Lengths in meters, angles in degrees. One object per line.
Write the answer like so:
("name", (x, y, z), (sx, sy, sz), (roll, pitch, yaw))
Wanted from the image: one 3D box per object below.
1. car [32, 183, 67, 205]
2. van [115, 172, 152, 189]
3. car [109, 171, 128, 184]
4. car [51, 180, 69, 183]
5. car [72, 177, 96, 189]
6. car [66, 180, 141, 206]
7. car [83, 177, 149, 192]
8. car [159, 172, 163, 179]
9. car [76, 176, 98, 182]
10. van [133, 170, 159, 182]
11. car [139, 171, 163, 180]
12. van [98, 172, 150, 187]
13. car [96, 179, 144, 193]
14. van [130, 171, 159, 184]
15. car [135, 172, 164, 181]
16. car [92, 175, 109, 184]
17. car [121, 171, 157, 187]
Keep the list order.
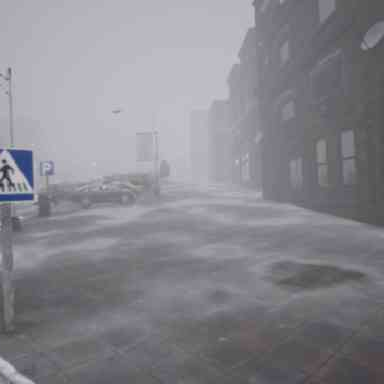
("car", (-11.727, 0.263, 27.886), (1.895, 1.301, 4.718), (-2, 5, -3))
("van", (-7.681, -1.507, 43.659), (4.442, 1.987, 1.878), (-3, 5, -22))
("car", (-13.233, -2.690, 60.203), (2.150, 2.045, 5.566), (-2, 5, -2))
("car", (-15.537, -0.671, 39.528), (1.882, 1.535, 5.008), (-2, 5, -3))
("car", (-16.099, -1.427, 49.947), (2.033, 1.411, 5.357), (-2, 5, -2))
("car", (-6.777, 0.162, 25.529), (4.892, 1.521, 2.231), (-3, 5, -22))
("car", (-7.206, -0.316, 31.521), (5.366, 1.575, 1.946), (-3, 5, -22))
("car", (-7.818, -2.024, 49.786), (5.566, 2.045, 2.435), (-3, 5, -22))
("car", (-12.292, -0.765, 39.626), (1.837, 1.490, 4.892), (-2, 5, -2))
("van", (-8.483, -2.957, 61.858), (4.442, 1.987, 1.878), (-3, 5, -22))
("car", (-8.751, -3.588, 71.032), (4.553, 1.767, 2.185), (-3, 5, -22))
("van", (-7.067, -0.795, 34.655), (4.442, 1.987, 1.878), (-3, 5, -22))
("car", (-6.899, -0.041, 28.563), (4.674, 1.452, 2.002), (-3, 5, -22))
("van", (-8.004, -2.486, 55.889), (4.442, 1.987, 1.878), (-3, 5, -22))
("car", (-8.334, -2.993, 65.035), (5.366, 1.575, 1.946), (-3, 5, -22))
("car", (-16.559, -2.280, 60.381), (1.812, 1.442, 4.674), (-2, 5, -2))
("car", (-7.332, -1.054, 37.623), (5.566, 2.045, 2.435), (-3, 5, -22))
